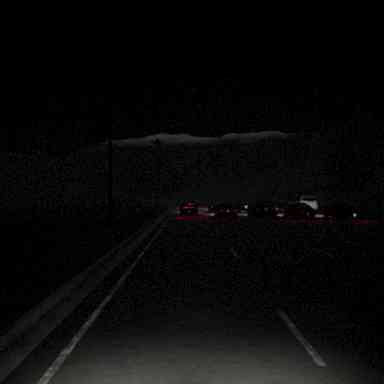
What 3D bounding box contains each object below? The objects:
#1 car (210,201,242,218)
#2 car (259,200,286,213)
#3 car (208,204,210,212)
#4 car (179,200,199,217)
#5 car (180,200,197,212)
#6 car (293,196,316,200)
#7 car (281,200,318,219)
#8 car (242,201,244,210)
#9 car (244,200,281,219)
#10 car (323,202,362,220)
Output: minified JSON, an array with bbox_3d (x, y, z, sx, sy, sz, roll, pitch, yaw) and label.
[{"bbox_3d":[3.221,1.776,32.458,2.033,1.411,5.357,0,0,-1],"label":"car"},{"bbox_3d":[10.099,1.787,42.147,2.128,1.511,4.902,0,0,-1],"label":"car"},{"bbox_3d":[3.082,1.905,43.262,1.895,1.301,4.718,0,0,-1],"label":"car"},{"bbox_3d":[-0.311,1.739,35.098,2.128,1.511,4.902,0,0,-1],"label":"car"},{"bbox_3d":[-0.430,1.805,44.517,2.128,1.511,4.902,0,0,-1],"label":"car"},{"bbox_3d":[13.617,1.508,41.041,2.150,2.045,5.566,0,0,-1],"label":"car"},{"bbox_3d":[10.225,1.747,31.736,1.812,1.442,4.674,0,0,-1],"label":"car"},{"bbox_3d":[6.592,1.848,42.776,2.033,1.411,5.357,0,0,-1],"label":"car"},{"bbox_3d":[6.718,1.578,32.349,2.097,1.767,4.553,0,0,-1],"label":"car"},{"bbox_3d":[13.743,1.717,30.558,1.837,1.490,4.892,0,0,-1],"label":"car"}]
